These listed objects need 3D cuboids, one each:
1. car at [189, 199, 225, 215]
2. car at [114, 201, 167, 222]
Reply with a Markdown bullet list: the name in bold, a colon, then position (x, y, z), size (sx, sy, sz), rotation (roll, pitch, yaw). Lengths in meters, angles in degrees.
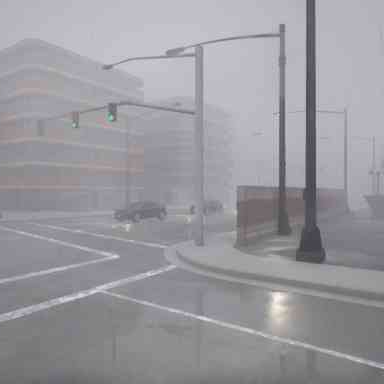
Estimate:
- **car**: position (1.626, 1.505, 34.455), size (1.837, 1.490, 4.892), rotation (0, 0, 35)
- **car**: position (-3.966, 1.505, 26.333), size (1.837, 1.490, 4.892), rotation (0, 0, 35)
